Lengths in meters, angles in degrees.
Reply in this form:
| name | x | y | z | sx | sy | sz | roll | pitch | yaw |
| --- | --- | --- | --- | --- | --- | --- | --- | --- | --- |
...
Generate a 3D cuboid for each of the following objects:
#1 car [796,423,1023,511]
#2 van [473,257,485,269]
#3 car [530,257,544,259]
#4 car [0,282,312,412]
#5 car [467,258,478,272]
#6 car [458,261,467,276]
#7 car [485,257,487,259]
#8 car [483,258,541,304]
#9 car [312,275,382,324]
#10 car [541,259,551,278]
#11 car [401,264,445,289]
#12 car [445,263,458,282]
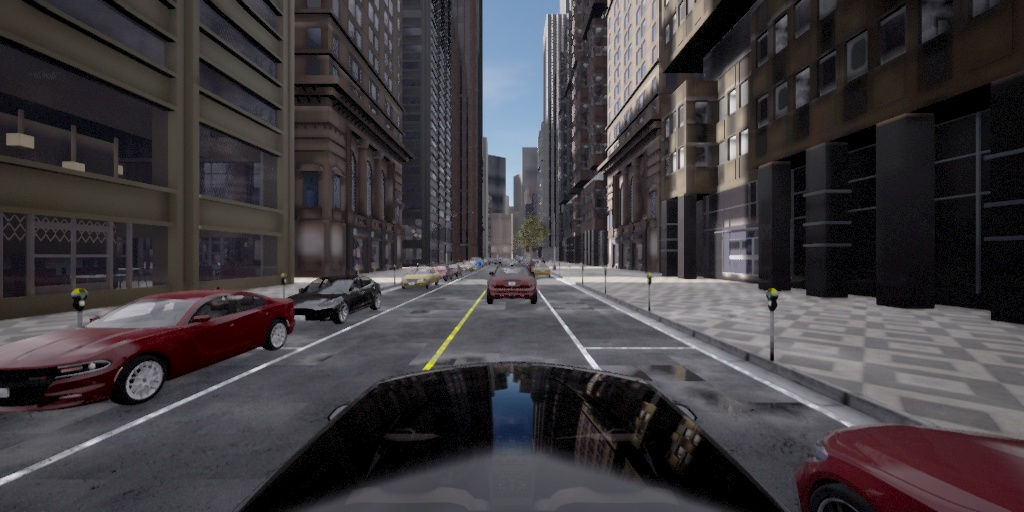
| name | x | y | z | sx | sy | sz | roll | pitch | yaw |
| --- | --- | --- | --- | --- | --- | --- | --- | --- | --- |
| car | 2.763 | 1.330 | 0.673 | 1.802 | 1.307 | 4.207 | 0 | 0 | 0 |
| van | -5.762 | 1.107 | 56.845 | 1.690 | 1.789 | 3.998 | 0 | 0 | 0 |
| car | 2.763 | 1.072 | 40.001 | 2.192 | 1.841 | 5.009 | 0 | 0 | 0 |
| car | -5.762 | 1.293 | 6.276 | 1.888 | 1.381 | 4.507 | 0 | 0 | 0 |
| car | -5.762 | 1.285 | 45.437 | 1.751 | 1.417 | 4.829 | 0 | 0 | 0 |
| car | -5.762 | 1.336 | 34.370 | 1.802 | 1.307 | 4.207 | 0 | 0 | 0 |
| car | -5.762 | 1.321 | 62.464 | 2.007 | 1.370 | 4.403 | 0 | 0 | 0 |
| car | 0.000 | 1.115 | 16.470 | 2.097 | 1.767 | 4.553 | 0 | 0 | 0 |
| car | -5.763 | 1.314 | 11.895 | 1.948 | 1.339 | 4.313 | 0 | 0 | 0 |
| car | 2.763 | 1.279 | 34.552 | 1.751 | 1.417 | 4.829 | 0 | 0 | 0 |
| car | -5.762 | 1.274 | 22.963 | 1.751 | 1.417 | 4.829 | 0 | 0 | 0 |
| car | -5.762 | 1.332 | 28.751 | 1.802 | 1.307 | 4.207 | 0 | 0 | 0 |
